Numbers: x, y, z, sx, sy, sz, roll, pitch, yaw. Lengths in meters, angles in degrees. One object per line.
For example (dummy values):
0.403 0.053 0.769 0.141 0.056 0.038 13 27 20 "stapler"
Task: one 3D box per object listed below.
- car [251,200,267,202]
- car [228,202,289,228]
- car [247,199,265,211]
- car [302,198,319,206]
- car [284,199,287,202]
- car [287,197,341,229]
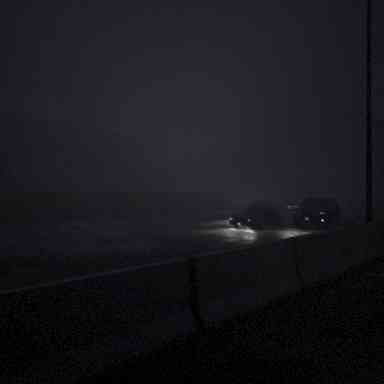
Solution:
6.793 1.673 33.073 2.128 1.511 4.902 0 0 29 "car"
4.661 1.676 23.547 2.033 1.411 5.357 0 0 38 "car"
9.286 1.808 47.696 2.033 1.411 5.357 0 0 16 "car"
22.177 1.907 62.316 1.994 1.385 4.181 0 0 4 "car"
18.696 1.932 63.016 1.994 1.385 4.181 0 0 2 "car"
8.937 1.355 23.476 2.150 2.045 5.566 0 0 36 "car"
